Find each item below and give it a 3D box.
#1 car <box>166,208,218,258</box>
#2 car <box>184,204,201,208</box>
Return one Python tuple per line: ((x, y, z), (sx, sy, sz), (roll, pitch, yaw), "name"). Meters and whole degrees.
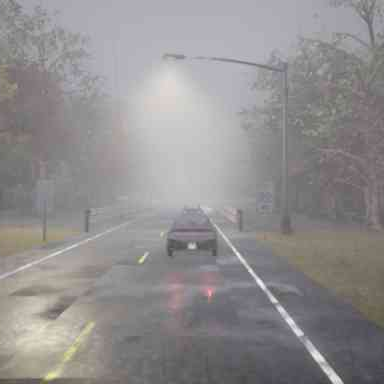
((0.028, 1.634, 13.486), (2.128, 1.511, 4.902), (0, 0, 1), "car")
((0.033, 1.789, 28.486), (2.128, 1.511, 4.902), (0, 0, 1), "car")
